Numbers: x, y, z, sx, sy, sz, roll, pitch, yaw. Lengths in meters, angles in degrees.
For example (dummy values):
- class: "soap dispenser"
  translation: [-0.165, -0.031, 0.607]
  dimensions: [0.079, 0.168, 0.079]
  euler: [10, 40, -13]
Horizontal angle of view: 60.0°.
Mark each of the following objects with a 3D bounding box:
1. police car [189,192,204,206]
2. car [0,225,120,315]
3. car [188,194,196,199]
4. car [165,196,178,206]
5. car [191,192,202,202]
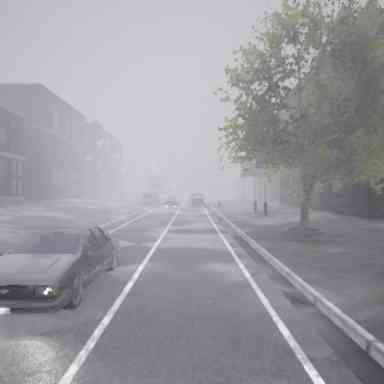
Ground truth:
- class: "police car"
  translation: [0.896, 1.226, 51.671]
  dimensions: [1.930, 1.638, 5.238]
  euler: [0, 0, 0]
- class: "car"
  translation: [-3.100, 1.546, 8.078]
  dimensions: [2.033, 1.411, 5.357]
  euler: [0, 0, 0]
- class: "car"
  translation: [-0.005, 1.142, 85.308]
  dimensions: [1.812, 1.442, 4.674]
  euler: [0, 0, 0]
- class: "car"
  translation: [-3.071, 1.351, 50.603]
  dimensions: [2.033, 1.411, 5.357]
  euler: [0, 0, 0]
- class: "car"
  translation: [0.895, 1.005, 67.595]
  dimensions: [2.150, 2.045, 5.566]
  euler: [0, 0, 0]
